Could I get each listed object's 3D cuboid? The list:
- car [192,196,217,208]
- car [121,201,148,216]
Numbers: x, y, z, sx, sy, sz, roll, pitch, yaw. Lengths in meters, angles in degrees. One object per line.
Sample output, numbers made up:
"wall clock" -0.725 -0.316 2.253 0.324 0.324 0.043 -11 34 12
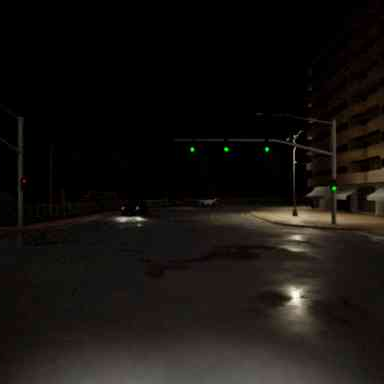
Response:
"car" 2.399 1.756 61.264 2.150 2.045 5.566 -1 -1 40
"car" -6.393 1.750 37.105 2.097 1.767 4.553 0 -1 5
